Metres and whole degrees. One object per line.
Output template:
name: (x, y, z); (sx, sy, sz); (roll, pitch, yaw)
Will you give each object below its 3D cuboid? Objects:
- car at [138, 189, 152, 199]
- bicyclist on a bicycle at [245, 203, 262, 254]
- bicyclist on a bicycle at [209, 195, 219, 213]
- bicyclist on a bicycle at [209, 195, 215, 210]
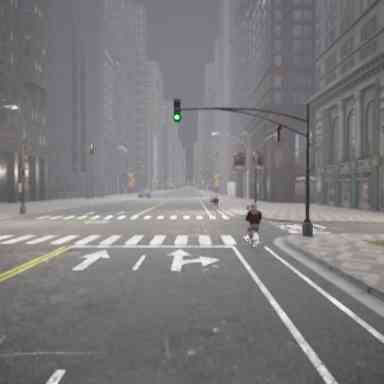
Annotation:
car: (-9.750, 0.344, 69.353); (2.150, 2.045, 5.566); (0, 0, 0)
bicyclist on a bicycle: (2.245, 1.291, 12.224); (0.659, 1.776, 1.843); (0, 1, 0)
bicyclist on a bicycle: (2.253, 1.161, 31.589); (0.659, 1.776, 1.843); (0, 1, 0)
bicyclist on a bicycle: (2.251, 1.200, 37.592); (0.582, 1.620, 1.656); (0, 0, 0)
